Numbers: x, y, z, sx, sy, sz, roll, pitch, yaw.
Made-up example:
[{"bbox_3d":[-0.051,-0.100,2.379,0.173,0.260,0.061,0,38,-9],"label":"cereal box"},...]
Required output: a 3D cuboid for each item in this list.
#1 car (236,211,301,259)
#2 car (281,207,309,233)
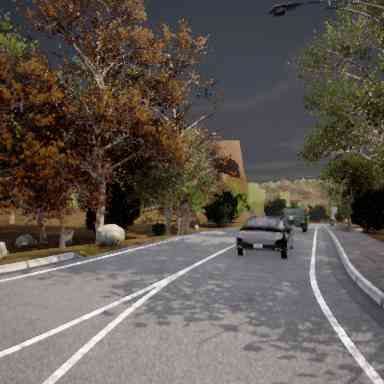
[{"bbox_3d":[3.112,1.709,13.622,2.128,1.511,4.902,0,-2,21],"label":"car"},{"bbox_3d":[8.459,2.300,27.714,2.150,2.045,5.566,0,-4,21],"label":"car"}]
